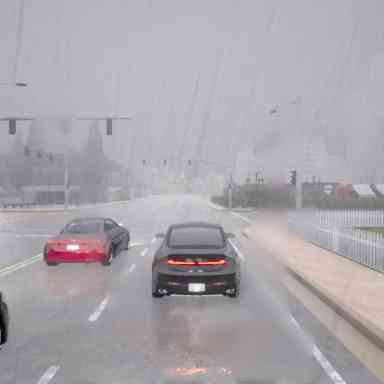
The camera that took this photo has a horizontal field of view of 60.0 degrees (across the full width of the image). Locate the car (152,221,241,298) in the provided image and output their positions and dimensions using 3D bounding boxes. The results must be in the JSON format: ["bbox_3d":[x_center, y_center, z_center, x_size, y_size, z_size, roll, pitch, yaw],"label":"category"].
[{"bbox_3d":[0.083,1.505,8.519,1.837,1.490,4.892,0,0,0],"label":"car"}]

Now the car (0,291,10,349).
[{"bbox_3d":[-3.410,1.491,2.612,2.128,1.511,4.902,0,0,0],"label":"car"}]

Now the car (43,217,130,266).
[{"bbox_3d":[-3.423,1.564,11.556,1.994,1.385,4.181,0,0,0],"label":"car"}]
